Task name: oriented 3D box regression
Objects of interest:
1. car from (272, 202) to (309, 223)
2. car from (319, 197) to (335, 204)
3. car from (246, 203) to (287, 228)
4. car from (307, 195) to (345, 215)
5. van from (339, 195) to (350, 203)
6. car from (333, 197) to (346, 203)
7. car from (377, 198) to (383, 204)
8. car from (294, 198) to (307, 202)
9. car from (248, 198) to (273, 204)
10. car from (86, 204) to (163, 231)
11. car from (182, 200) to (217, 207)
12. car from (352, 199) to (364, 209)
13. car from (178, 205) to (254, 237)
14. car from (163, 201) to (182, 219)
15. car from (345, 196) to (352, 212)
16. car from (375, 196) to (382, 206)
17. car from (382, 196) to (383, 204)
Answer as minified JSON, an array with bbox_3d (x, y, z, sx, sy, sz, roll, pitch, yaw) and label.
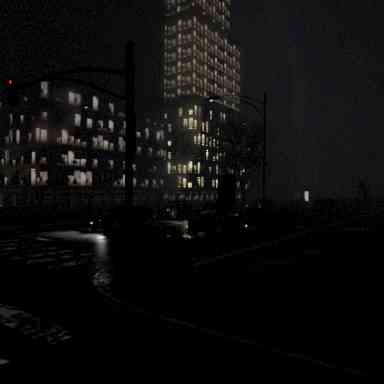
[{"bbox_3d":[8.031,1.778,27.873,1.802,1.307,4.206,1,0,36],"label":"car"},{"bbox_3d":[28.251,1.848,69.552,1.947,1.339,4.313,1,0,36],"label":"car"},{"bbox_3d":[4.775,1.736,23.465,1.947,1.339,4.313,1,0,36],"label":"car"},{"bbox_3d":[15.269,1.569,37.738,2.192,1.841,5.009,1,0,36],"label":"car"},{"bbox_3d":[38.150,1.705,82.945,1.690,1.788,3.998,1,0,36],"label":"van"},{"bbox_3d":[34.748,1.861,78.344,1.752,1.417,4.829,1,0,36],"label":"car"},{"bbox_3d":[44.888,2.047,77.967,2.008,1.369,4.403,1,0,36],"label":"car"},{"bbox_3d":[18.253,1.726,56.023,1.752,1.417,4.829,1,0,36],"label":"car"},{"bbox_3d":[7.744,1.492,37.413,2.097,1.767,4.553,1,0,37],"label":"car"},{"bbox_3d":[-4.337,1.548,21.088,1.837,1.490,4.892,1,0,36],"label":"car"},{"bbox_3d":[1.659,1.568,29.198,1.882,1.535,5.008,1,0,36],"label":"car"},{"bbox_3d":[25.096,1.773,51.180,1.967,1.590,4.097,1,0,36],"label":"car"},{"bbox_3d":[1.517,1.696,19.056,2.008,1.369,4.403,1,0,36],"label":"car"},{"bbox_3d":[-1.541,1.480,29.450,1.967,1.590,4.097,1,0,36],"label":"car"},{"bbox_3d":[18.540,1.720,42.223,1.967,1.590,4.097,1,0,36],"label":"car"},{"bbox_3d":[35.093,1.940,64.710,1.752,1.417,4.829,1,0,36],"label":"car"},{"bbox_3d":[41.592,1.783,73.502,2.192,1.841,5.009,1,0,36],"label":"car"}]
